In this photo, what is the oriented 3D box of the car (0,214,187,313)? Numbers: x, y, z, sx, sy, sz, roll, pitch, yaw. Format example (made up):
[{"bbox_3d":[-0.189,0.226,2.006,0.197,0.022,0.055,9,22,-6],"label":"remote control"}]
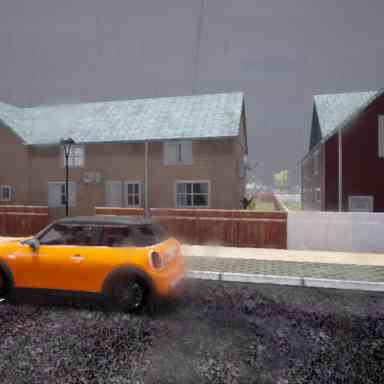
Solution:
[{"bbox_3d":[-2.485,1.332,7.449,4.553,1.767,2.097,0,0,13],"label":"car"}]
